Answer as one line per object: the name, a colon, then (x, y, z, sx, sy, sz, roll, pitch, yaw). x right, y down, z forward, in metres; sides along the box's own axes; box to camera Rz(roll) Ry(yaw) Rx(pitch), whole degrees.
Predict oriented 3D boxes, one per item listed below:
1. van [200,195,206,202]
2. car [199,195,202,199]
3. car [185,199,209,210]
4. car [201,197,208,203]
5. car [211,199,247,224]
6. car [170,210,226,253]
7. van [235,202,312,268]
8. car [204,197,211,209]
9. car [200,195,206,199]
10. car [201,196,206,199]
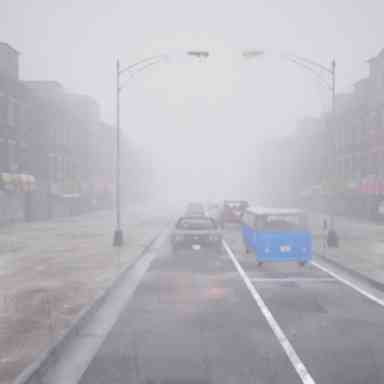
van: (3.166, 1.769, 94.312, 1.690, 1.788, 3.998, -1, 0, 0)
car: (3.041, 1.891, 72.182, 1.947, 1.339, 4.313, -1, 0, 0)
car: (0.281, 1.687, 31.878, 2.033, 1.411, 5.357, 0, 0, 0)
car: (3.106, 1.958, 83.246, 1.802, 1.307, 4.206, -1, 0, 0)
car: (2.742, 1.417, 22.392, 2.192, 1.841, 5.009, -1, 0, 0)
car: (0.176, 1.662, 13.955, 1.895, 1.301, 4.718, 0, 0, 0)
van: (2.678, 1.395, 11.327, 1.690, 1.788, 3.998, -1, 0, 0)
car: (2.878, 1.781, 44.520, 1.802, 1.307, 4.206, -1, 0, 0)
car: (2.975, 1.825, 61.117, 2.008, 1.369, 4.403, -1, 0, 0)
car: (2.943, 1.775, 55.755, 1.752, 1.417, 4.829, -1, 0, 0)
